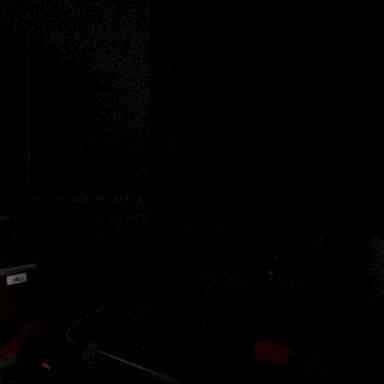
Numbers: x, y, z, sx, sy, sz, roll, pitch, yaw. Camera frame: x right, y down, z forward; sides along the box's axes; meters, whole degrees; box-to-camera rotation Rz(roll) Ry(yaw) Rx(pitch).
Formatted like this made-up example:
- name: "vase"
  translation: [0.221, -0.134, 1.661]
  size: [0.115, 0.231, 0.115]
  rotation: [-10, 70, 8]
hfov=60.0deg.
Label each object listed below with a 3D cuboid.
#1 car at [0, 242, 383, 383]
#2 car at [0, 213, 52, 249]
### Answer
- name: "car"
  translation: [0.010, 1.440, 2.953]
  size: [4.097, 1.590, 1.967]
  rotation: [0, 0, 35]
- name: "car"
  translation: [-4.423, 1.314, 6.102]
  size: [5.009, 1.841, 2.192]
  rotation: [0, 0, 35]
